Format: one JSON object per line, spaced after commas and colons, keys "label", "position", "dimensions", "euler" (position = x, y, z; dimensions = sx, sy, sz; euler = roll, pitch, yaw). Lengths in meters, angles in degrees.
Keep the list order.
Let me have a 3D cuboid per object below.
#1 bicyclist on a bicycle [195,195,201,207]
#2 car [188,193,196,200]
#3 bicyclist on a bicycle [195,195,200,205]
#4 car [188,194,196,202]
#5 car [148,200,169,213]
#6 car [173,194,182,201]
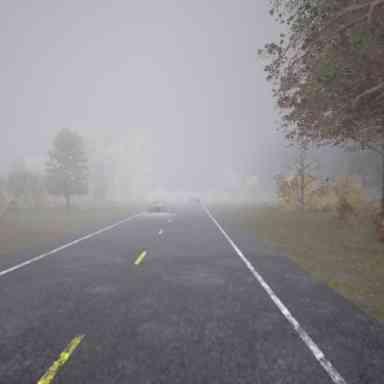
{"label": "bicyclist on a bicycle", "position": [0.991, 1.410, 48.536], "dimensions": [0.866, 1.612, 1.509], "euler": [0, 0, 0]}
{"label": "car", "position": [0.027, 1.178, 84.110], "dimensions": [2.097, 1.767, 4.553], "euler": [0, 0, 0]}
{"label": "bicyclist on a bicycle", "position": [0.968, 1.402, 57.913], "dimensions": [0.866, 1.612, 1.509], "euler": [0, 0, 0]}
{"label": "car", "position": [0.024, 1.544, 73.825], "dimensions": [1.895, 1.301, 4.718], "euler": [0, 0, 0]}
{"label": "car", "position": [-3.578, 1.546, 36.299], "dimensions": [1.994, 1.385, 4.181], "euler": [0, 0, 0]}
{"label": "car", "position": [-3.475, 1.239, 77.740], "dimensions": [1.812, 1.442, 4.674], "euler": [0, 0, 0]}
